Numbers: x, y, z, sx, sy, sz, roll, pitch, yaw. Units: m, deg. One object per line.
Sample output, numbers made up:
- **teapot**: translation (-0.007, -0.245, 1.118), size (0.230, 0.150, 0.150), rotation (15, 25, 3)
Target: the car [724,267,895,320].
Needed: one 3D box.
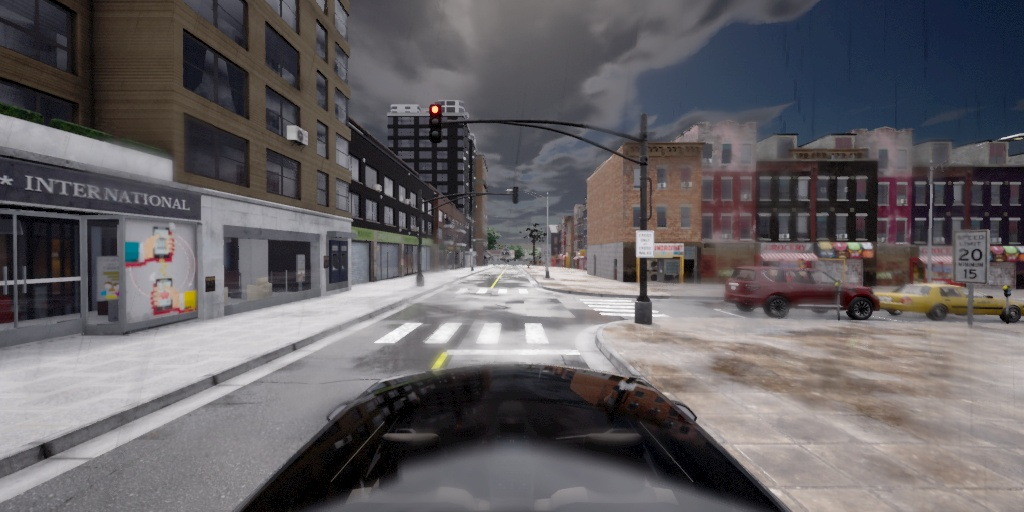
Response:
- **car**: translation (10.831, 1.346, 13.677), size (5.009, 1.841, 2.192), rotation (0, 0, 0)

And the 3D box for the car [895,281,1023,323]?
- **car**: translation (16.546, 1.659, 13.649), size (4.829, 1.417, 1.751), rotation (0, 0, 0)
